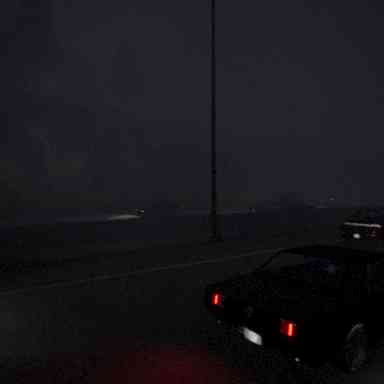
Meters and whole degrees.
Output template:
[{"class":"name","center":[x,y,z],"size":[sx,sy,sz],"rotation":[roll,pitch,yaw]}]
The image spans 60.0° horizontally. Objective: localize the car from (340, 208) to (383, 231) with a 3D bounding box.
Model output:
[{"class":"car","center":[8.133,1.420,13.841],"size":[4.902,1.511,2.128],"rotation":[0,0,-35]}]

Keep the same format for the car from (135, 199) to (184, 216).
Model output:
[{"class":"car","center":[-3.097,1.427,31.867],"size":[4.892,1.490,1.837],"rotation":[0,0,-35]}]

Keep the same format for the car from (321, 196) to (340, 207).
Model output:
[{"class":"car","center":[19.470,1.312,47.881],"size":[4.674,1.442,1.812],"rotation":[0,0,-35]}]

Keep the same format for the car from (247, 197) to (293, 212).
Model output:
[{"class":"car","center":[7.057,1.449,30.505],"size":[4.181,1.385,1.994],"rotation":[0,0,-35]}]

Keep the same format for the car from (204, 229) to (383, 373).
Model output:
[{"class":"car","center":[2.601,1.575,5.600],"size":[4.718,1.301,1.895],"rotation":[0,0,-35]}]

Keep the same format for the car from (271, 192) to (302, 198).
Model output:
[{"class":"car","center":[10.095,1.076,36.968],"size":[5.566,2.045,2.150],"rotation":[0,0,-35]}]

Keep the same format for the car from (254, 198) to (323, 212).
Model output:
[{"class":"car","center":[7.831,1.441,26.764],"size":[5.357,1.411,2.033],"rotation":[0,0,-35]}]
